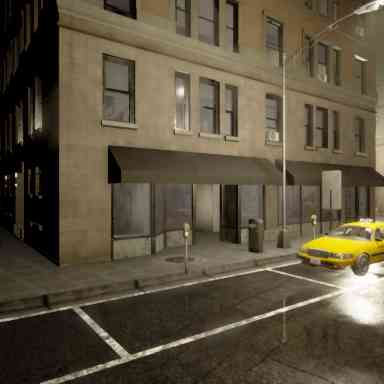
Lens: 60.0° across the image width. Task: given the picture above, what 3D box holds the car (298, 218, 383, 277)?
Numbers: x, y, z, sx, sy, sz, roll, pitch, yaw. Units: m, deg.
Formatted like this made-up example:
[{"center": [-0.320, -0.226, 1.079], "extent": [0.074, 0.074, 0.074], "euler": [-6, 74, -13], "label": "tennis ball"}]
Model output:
[{"center": [5.253, 1.526, 10.273], "extent": [4.829, 1.417, 1.752], "euler": [0, 0, -35], "label": "car"}]
